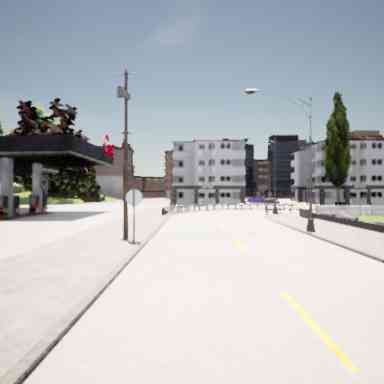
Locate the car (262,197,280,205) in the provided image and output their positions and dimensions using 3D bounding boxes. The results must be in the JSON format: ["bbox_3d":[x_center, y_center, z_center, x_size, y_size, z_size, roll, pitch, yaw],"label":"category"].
[{"bbox_3d":[15.226,1.707,64.147,2.038,1.542,4.974,0,0,30],"label":"car"}]

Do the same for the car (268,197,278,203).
[{"bbox_3d":[15.200,1.549,64.102,1.853,1.218,4.536,0,0,30],"label":"car"}]

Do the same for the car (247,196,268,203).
[{"bbox_3d":[12.430,1.456,64.496,3.633,1.501,1.845,0,0,11],"label":"car"}]
